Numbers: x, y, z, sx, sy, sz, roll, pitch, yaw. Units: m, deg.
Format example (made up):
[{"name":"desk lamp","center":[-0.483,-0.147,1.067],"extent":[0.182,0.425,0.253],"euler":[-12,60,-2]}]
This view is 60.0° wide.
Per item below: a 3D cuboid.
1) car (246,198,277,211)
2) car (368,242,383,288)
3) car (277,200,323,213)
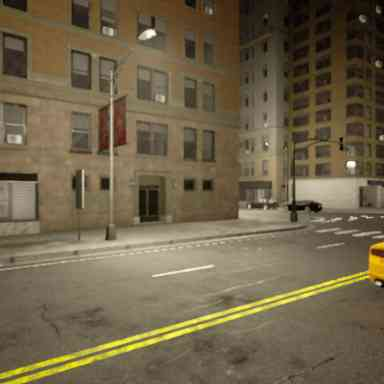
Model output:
[{"name":"car","center":[8.338,1.452,39.691],"extent":[2.008,1.369,4.403],"euler":[0,0,-35]},{"name":"car","center":[6.125,1.438,7.811],"extent":[5.008,1.535,1.882],"euler":[0,0,-36]},{"name":"car","center":[11.607,1.467,35.068],"extent":[1.947,1.339,4.313],"euler":[0,0,-35]}]
